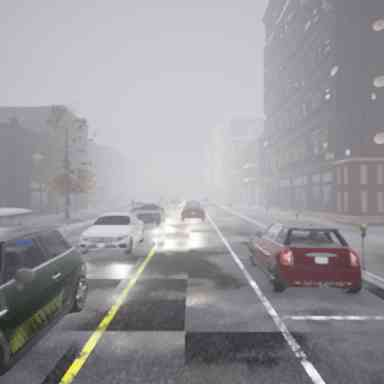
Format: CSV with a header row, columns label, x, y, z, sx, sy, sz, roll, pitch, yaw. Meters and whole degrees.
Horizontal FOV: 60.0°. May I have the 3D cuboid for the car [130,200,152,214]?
label,x,y,z,sx,sy,sz,roll,pitch,yaw
car,-5.651,1.640,37.275,1.802,1.307,4.206,1,0,0

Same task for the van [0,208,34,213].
label,x,y,z,sx,sy,sz,roll,pitch,yaw
van,-5.666,1.355,8.842,1.690,1.788,3.998,1,0,0

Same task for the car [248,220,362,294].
label,x,y,z,sx,sy,sz,roll,pitch,yaw
car,2.712,1.454,8.896,1.967,1.590,4.097,1,0,0

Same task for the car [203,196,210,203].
label,x,y,z,sx,sy,sz,roll,pitch,yaw
car,3.052,1.649,75.766,1.812,1.442,4.674,0,0,0

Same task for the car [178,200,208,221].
label,x,y,z,sx,sy,sz,roll,pitch,yaw
car,0.112,1.607,27.904,1.994,1.385,4.181,0,0,1

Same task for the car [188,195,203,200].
label,x,y,z,sx,sy,sz,roll,pitch,yaw
car,0.128,1.548,45.137,1.882,1.535,5.008,0,0,0

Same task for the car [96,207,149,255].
label,x,y,z,sx,sy,sz,roll,pitch,yaw
car,-3.082,1.547,13.634,1.812,1.442,4.674,0,0,0

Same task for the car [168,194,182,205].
label,x,y,z,sx,sy,sz,roll,pitch,yaw
car,-2.980,1.577,62.854,1.882,1.535,5.008,0,0,1

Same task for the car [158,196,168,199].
label,x,y,z,sx,sy,sz,roll,pitch,yaw
car,-5.629,1.545,65.707,1.967,1.590,4.097,1,0,0

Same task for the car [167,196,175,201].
label,x,y,z,sx,sy,sz,roll,pitch,yaw
car,-5.616,1.712,88.454,1.947,1.339,4.313,1,0,0

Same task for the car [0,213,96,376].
label,x,y,z,sx,sy,sz,roll,pitch,yaw
car,-3.092,1.360,4.631,2.097,1.767,4.553,0,0,0

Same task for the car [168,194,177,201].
label,x,y,z,sx,sy,sz,roll,pitch,yaw
car,-5.607,1.472,94.141,2.192,1.841,5.009,1,0,0

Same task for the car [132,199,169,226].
label,x,y,z,sx,sy,sz,roll,pitch,yaw
car,-3.036,1.515,24.059,1.882,1.535,5.008,0,0,1
